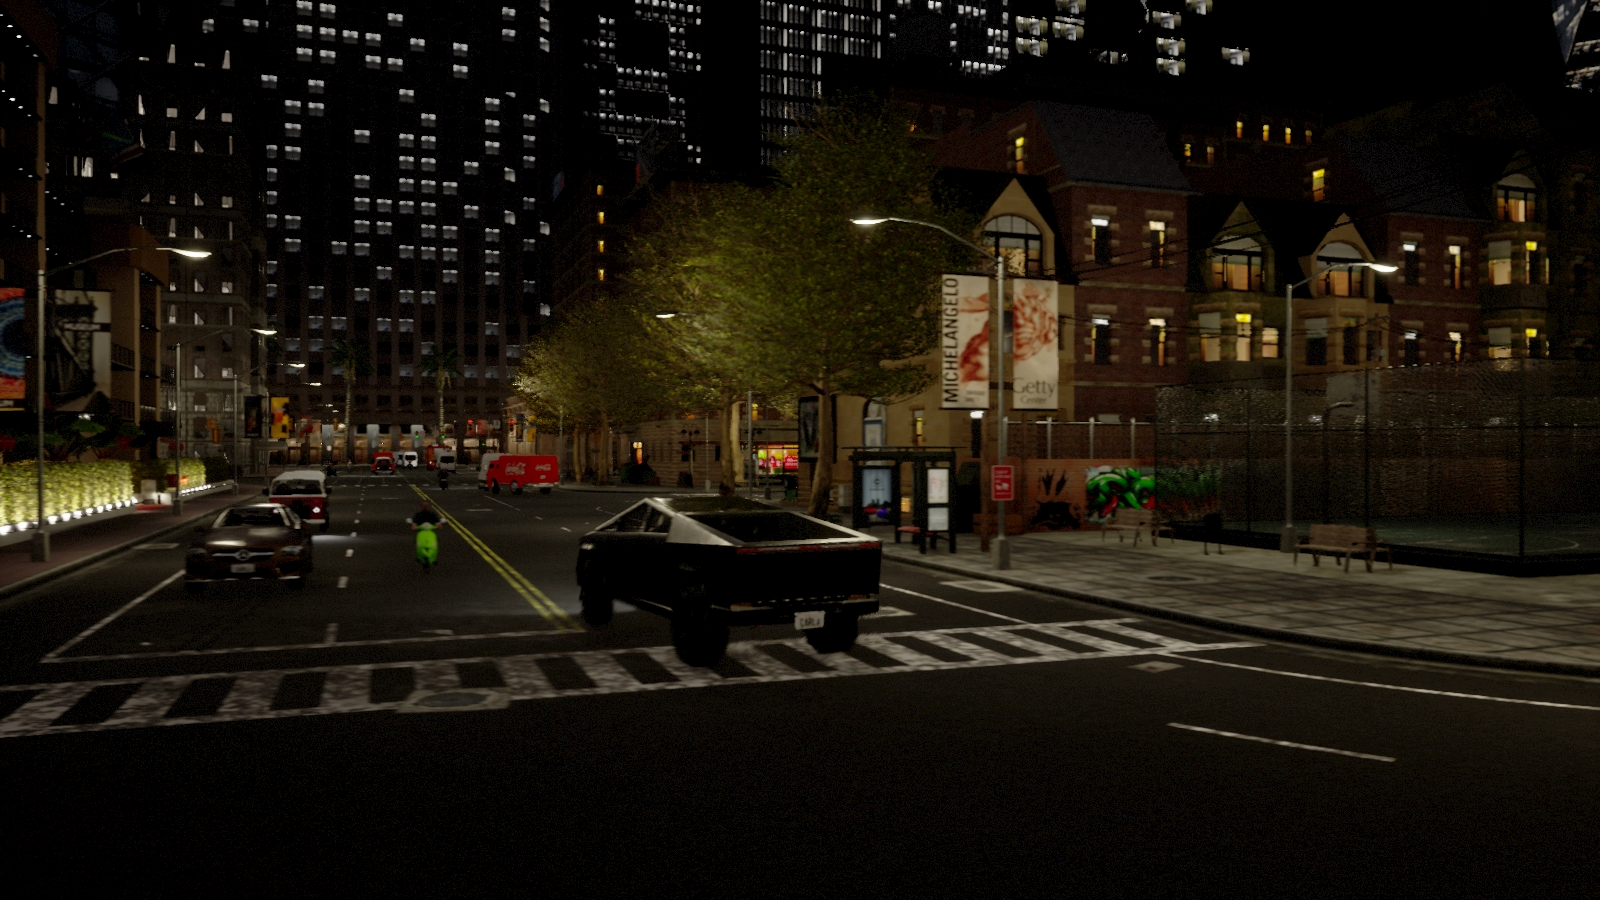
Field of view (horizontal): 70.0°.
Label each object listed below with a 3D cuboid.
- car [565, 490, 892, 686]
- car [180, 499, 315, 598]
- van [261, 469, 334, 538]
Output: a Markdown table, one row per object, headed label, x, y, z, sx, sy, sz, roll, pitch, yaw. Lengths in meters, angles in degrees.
| label | x | y | z | sx | sy | sz | roll | pitch | yaw |
| --- | --- | --- | --- | --- | --- | --- | --- | --- | --- |
| car | -1.365 | 1.754 | 16.869 | 2.390 | 2.098 | 6.274 | 0 | 0 | -29 |
| car | -11.644 | 1.992 | 24.419 | 2.152 | 1.651 | 5.027 | 0 | 0 | -21 |
| van | -17.230 | 1.771 | 39.380 | 2.069 | 2.038 | 4.480 | 0 | 2 | -21 |
